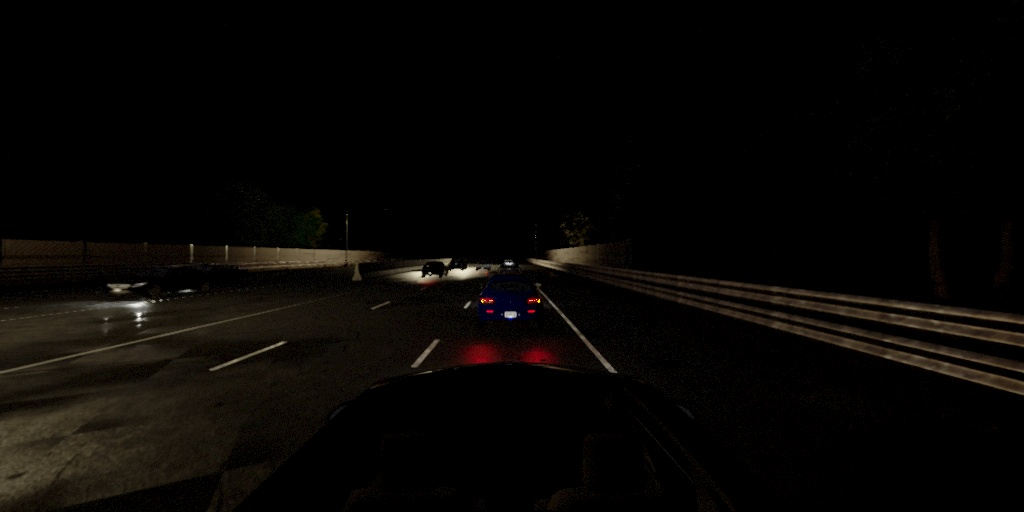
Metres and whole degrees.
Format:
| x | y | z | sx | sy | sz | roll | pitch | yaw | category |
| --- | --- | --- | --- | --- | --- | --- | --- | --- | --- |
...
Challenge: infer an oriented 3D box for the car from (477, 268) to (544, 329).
| x | y | z | sx | sy | sz | roll | pitch | yaw | category |
| --- | --- | --- | --- | --- | --- | --- | --- | --- | --- |
| -0.049 | 1.274 | 11.130 | 1.812 | 1.442 | 4.674 | 0 | 0 | 0 | car |

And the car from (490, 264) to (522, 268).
| x | y | z | sx | sy | sz | roll | pitch | yaw | category |
| --- | --- | --- | --- | --- | --- | --- | --- | --- | --- |
| -0.154 | 1.347 | 21.780 | 1.895 | 1.301 | 4.718 | 0 | 0 | -1 | car |

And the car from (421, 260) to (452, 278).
| x | y | z | sx | sy | sz | roll | pitch | yaw | category |
| --- | --- | --- | --- | --- | --- | --- | --- | --- | --- |
| -7.214 | 1.252 | 33.787 | 1.837 | 1.490 | 4.892 | 0 | 0 | -1 | car |

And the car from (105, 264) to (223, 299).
| x | y | z | sx | sy | sz | roll | pitch | yaw | category |
| --- | --- | --- | --- | --- | --- | --- | --- | --- | --- |
| -17.698 | 1.275 | 18.377 | 1.812 | 1.442 | 4.674 | 0 | 0 | -1 | car |

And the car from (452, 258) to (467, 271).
| x | y | z | sx | sy | sz | roll | pitch | yaw | category |
| --- | --- | --- | --- | --- | --- | --- | --- | --- | --- |
| -7.431 | 1.097 | 49.415 | 2.097 | 1.767 | 4.553 | 0 | 0 | -1 | car |

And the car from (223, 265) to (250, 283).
| x | y | z | sx | sy | sz | roll | pitch | yaw | category |
| --- | --- | --- | --- | --- | --- | --- | --- | --- | --- |
| -21.301 | 1.297 | 25.458 | 2.033 | 1.411 | 5.357 | 0 | 0 | -1 | car |

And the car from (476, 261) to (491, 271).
| x | y | z | sx | sy | sz | roll | pitch | yaw | category |
| --- | --- | --- | --- | --- | --- | --- | --- | --- | --- |
| -3.937 | 1.344 | 49.895 | 1.895 | 1.301 | 4.718 | 0 | 0 | -1 | car |

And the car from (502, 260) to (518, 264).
| x | y | z | sx | sy | sz | roll | pitch | yaw | category |
| --- | --- | --- | --- | --- | --- | --- | --- | --- | --- |
| -0.188 | 1.237 | 31.963 | 2.128 | 1.511 | 4.902 | 0 | 0 | -1 | car |
